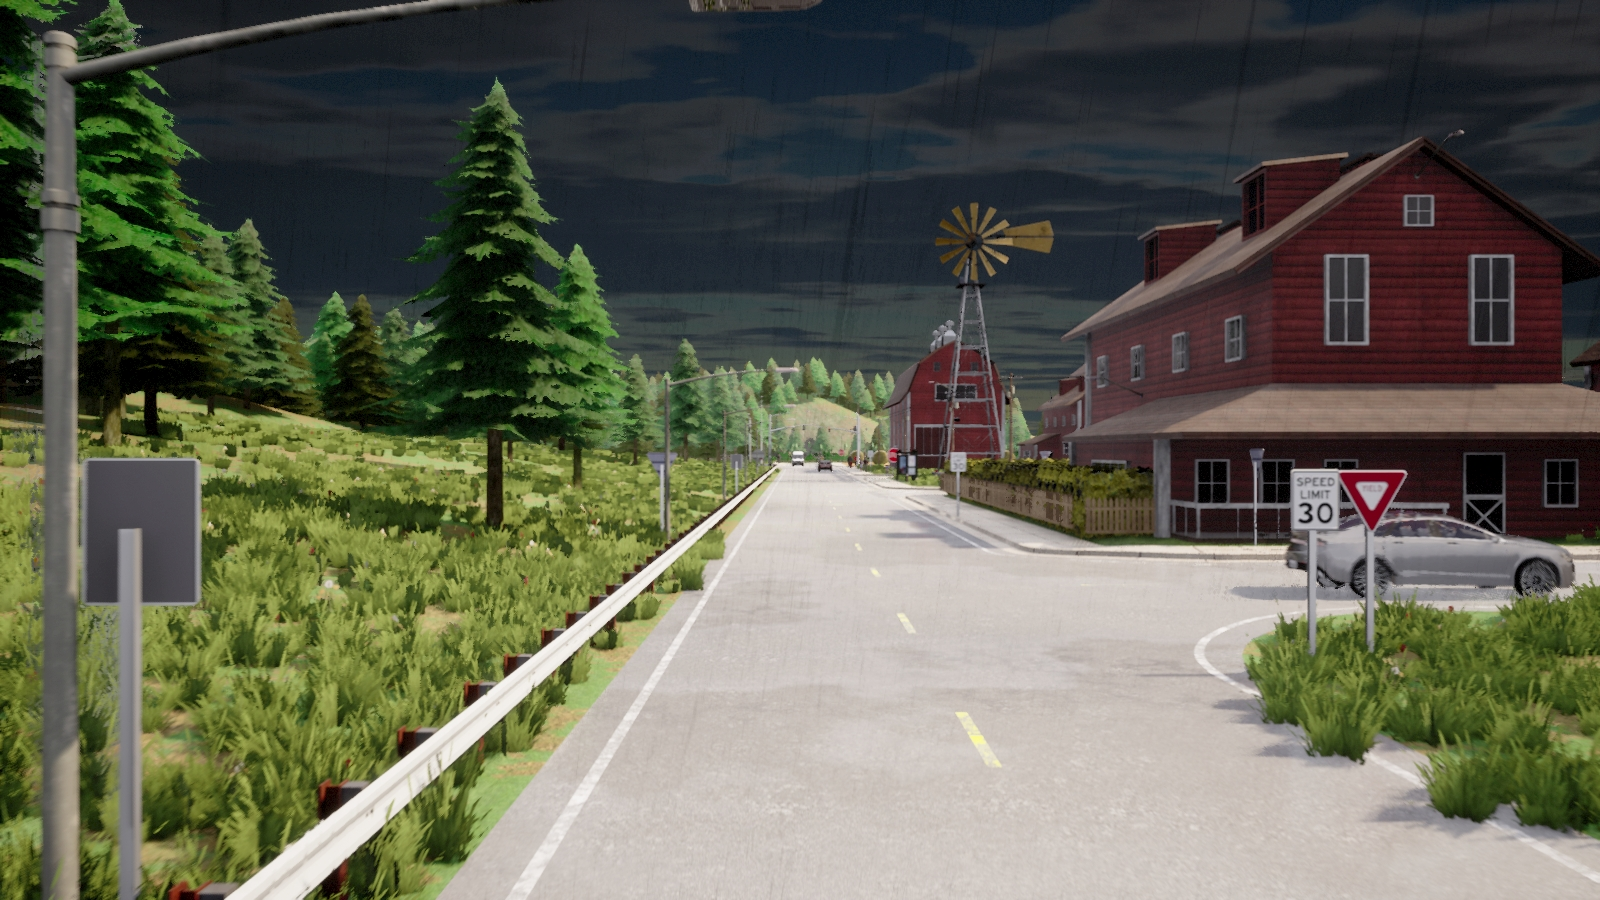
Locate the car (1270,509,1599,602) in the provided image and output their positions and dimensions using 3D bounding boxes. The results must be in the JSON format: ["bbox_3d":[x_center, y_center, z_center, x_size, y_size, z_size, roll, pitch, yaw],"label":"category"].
[{"bbox_3d":[11.579,1.906,21.128,4.902,1.511,2.128,0,0,2],"label":"car"}]
